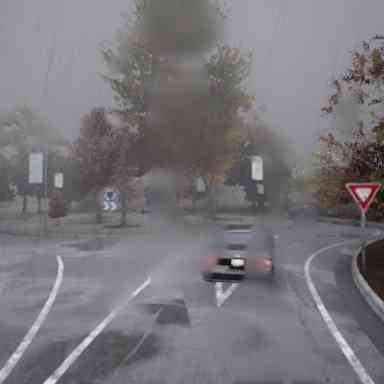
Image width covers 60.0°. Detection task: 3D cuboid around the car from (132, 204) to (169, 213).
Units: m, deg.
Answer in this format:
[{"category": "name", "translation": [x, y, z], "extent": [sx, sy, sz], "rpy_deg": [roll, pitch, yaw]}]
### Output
[{"category": "car", "translation": [-5.994, 2.416, 48.468], "extent": [5.357, 1.411, 2.033], "rpy_deg": [1, -1, -8]}]

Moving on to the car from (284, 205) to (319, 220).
[{"category": "car", "translation": [11.895, 2.230, 36.495], "extent": [1.837, 1.490, 4.892], "rpy_deg": [2, -2, -14]}]

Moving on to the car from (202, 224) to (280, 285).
[{"category": "car", "translation": [1.592, 1.674, 9.889], "extent": [2.033, 1.411, 5.357], "rpy_deg": [-1, -1, 13]}]
